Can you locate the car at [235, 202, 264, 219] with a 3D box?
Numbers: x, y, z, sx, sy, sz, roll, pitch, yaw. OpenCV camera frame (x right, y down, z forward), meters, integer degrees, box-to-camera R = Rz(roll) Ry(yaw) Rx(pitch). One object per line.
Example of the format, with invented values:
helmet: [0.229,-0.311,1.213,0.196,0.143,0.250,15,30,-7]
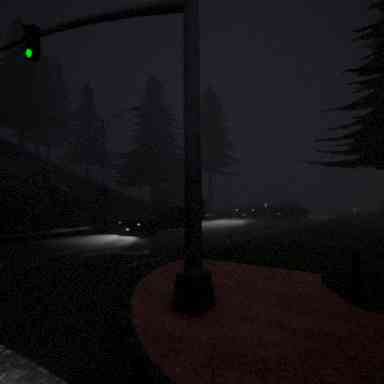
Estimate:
car: [5.655,1.583,29.471,1.895,1.301,4.718,-1,0,36]

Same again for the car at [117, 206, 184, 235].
car: [-1.758,1.530,19.171,2.033,1.411,5.357,-1,0,36]

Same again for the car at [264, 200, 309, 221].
car: [7.775,1.418,26.357,1.882,1.535,5.008,-1,-1,35]
